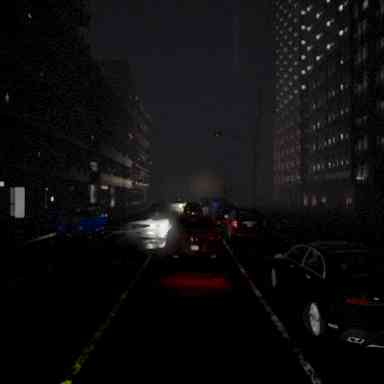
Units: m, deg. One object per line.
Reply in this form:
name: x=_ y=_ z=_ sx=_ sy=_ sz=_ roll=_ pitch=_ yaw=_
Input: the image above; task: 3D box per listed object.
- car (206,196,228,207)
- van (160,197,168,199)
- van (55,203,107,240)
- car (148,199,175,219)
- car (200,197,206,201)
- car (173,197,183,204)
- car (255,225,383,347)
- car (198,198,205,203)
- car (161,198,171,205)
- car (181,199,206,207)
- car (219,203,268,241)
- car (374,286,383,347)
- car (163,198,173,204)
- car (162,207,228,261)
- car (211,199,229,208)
car: x=3.114 y=1.524 z=38.177 sx=2.150 sy=2.045 sz=5.566 roll=0 pitch=0 yaw=0
van: x=-5.674 y=1.881 z=67.115 sx=1.690 sy=1.788 sz=3.998 roll=0 pitch=0 yaw=0
van: x=-5.684 y=1.471 z=17.411 sx=1.690 sy=1.788 sz=3.998 roll=0 pitch=0 yaw=0
car: x=-3.092 y=1.736 z=31.900 sx=2.128 sy=1.511 sz=4.902 roll=0 pitch=0 yaw=0
car: x=2.704 y=1.996 z=56.066 sx=2.008 sy=1.369 sz=4.403 roll=0 pitch=0 yaw=0
car: x=-2.984 y=1.964 z=73.478 sx=1.837 sy=1.490 sz=4.892 roll=0 pitch=-1 yaw=0
car: x=2.694 y=1.599 z=6.363 sx=2.008 sy=1.369 sz=4.403 roll=0 pitch=0 yaw=0
car: x=2.712 y=2.359 z=94.724 sx=1.947 sy=1.339 sz=4.313 roll=0 pitch=-1 yaw=0
car: x=-5.674 y=2.113 z=72.467 sx=1.752 sy=1.417 sz=4.829 roll=0 pitch=-1 yaw=0
car: x=0.104 y=1.759 z=33.220 sx=1.837 sy=1.490 sz=4.892 roll=0 pitch=-1 yaw=0
car: x=2.697 y=1.570 z=17.408 sx=1.967 sy=1.590 sz=4.097 roll=0 pitch=0 yaw=0
car: x=2.693 y=1.558 z=0.840 sx=2.008 sy=1.369 sz=4.403 roll=0 pitch=0 yaw=0
car: x=-5.673 y=2.205 z=78.159 sx=1.947 sy=1.339 sz=4.313 roll=0 pitch=-1 yaw=0
car: x=0.095 y=1.572 z=12.676 sx=1.882 sy=1.535 sz=5.008 roll=0 pitch=0 yaw=0
car: x=3.146 y=1.716 z=31.145 sx=1.882 sy=1.535 sz=5.008 roll=0 pitch=0 yaw=0
